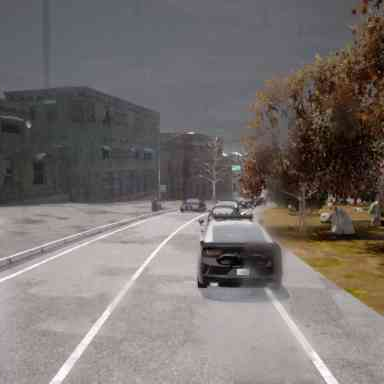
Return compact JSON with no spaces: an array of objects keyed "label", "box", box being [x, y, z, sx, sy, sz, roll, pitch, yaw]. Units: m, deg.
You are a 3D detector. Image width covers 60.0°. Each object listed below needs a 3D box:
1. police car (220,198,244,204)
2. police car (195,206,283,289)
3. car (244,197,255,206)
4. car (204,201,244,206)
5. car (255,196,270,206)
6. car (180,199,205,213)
[{"label":"police car","box":[2.670,1.356,24.940,1.930,1.638,5.238,1,0,9]},{"label":"police car","box":[1.128,1.406,9.294,1.930,1.638,5.238,0,0,2]},{"label":"car","box":[6.743,1.488,44.537,1.895,1.301,4.718,2,0,20]},{"label":"car","box":[1.839,1.478,18.997,1.812,1.442,4.674,1,0,6]},{"label":"car","box":[11.242,1.452,55.796,1.837,1.490,4.892,3,1,26]},{"label":"car","box":[0.162,1.381,33.662,1.994,1.385,4.181,1,1,14]}]
